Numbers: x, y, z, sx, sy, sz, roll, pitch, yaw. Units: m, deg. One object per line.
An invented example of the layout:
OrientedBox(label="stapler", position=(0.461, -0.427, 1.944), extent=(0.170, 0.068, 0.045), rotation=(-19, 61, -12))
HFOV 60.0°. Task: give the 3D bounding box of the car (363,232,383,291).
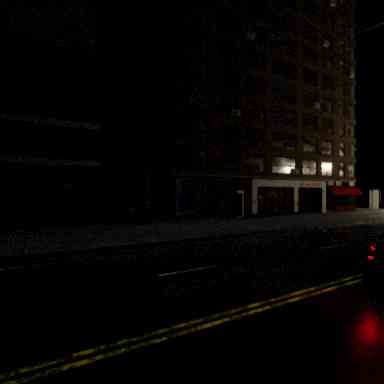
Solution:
OrientedBox(label="car", position=(6.032, 1.348, 7.740), extent=(4.553, 1.767, 2.097), rotation=(0, 0, -35))
